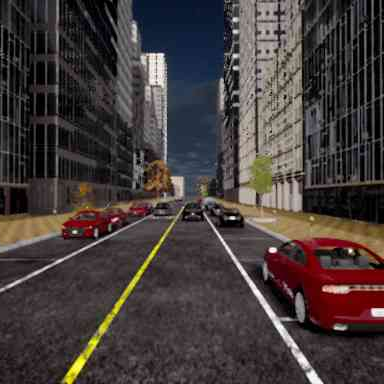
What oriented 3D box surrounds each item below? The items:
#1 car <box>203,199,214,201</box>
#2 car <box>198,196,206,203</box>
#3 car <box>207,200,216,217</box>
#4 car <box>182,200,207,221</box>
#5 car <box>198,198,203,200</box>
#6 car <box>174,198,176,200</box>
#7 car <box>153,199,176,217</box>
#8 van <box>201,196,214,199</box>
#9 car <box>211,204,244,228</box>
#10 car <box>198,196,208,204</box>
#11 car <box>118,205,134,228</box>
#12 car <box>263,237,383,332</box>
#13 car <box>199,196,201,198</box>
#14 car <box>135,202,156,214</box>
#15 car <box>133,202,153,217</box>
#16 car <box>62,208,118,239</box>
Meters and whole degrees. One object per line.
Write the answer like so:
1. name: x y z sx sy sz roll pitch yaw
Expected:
1. car: 2.689 1.985 46.845 1.947 1.339 4.313 0 0 0
2. car: 2.687 2.092 92.384 2.192 1.841 5.009 0 0 0
3. car: 2.689 1.887 35.462 1.947 1.339 4.313 0 0 0
4. car: 0.092 1.757 30.565 1.882 1.535 5.008 0 -1 0
5. car: 0.028 1.920 46.594 2.163 1.488 4.792 0 0 0
6. car: -3.006 1.985 77.762 1.895 1.301 4.718 0 0 0
7. car: -3.099 1.833 36.148 1.837 1.490 4.892 0 -1 0
8. van: 2.689 1.807 52.541 1.690 1.788 3.998 0 0 0
9. car: 2.689 1.788 24.078 1.947 1.339 4.313 0 -1 0
10. car: 2.688 2.005 81.000 2.192 1.841 5.009 0 0 0
11. car: -5.691 1.803 24.085 1.802 1.307 4.206 0 -1 0
12. car: 2.690 1.613 7.002 1.887 1.381 4.507 0 -1 0
13. car: 2.688 1.952 58.231 1.967 1.590 4.097 0 0 0
14. car: -5.692 1.936 41.162 1.947 1.339 4.313 0 0 0
15. car: -5.692 1.865 35.469 1.887 1.381 4.507 0 0 0
16. car: -5.691 1.715 18.392 1.887 1.381 4.507 0 -1 0
